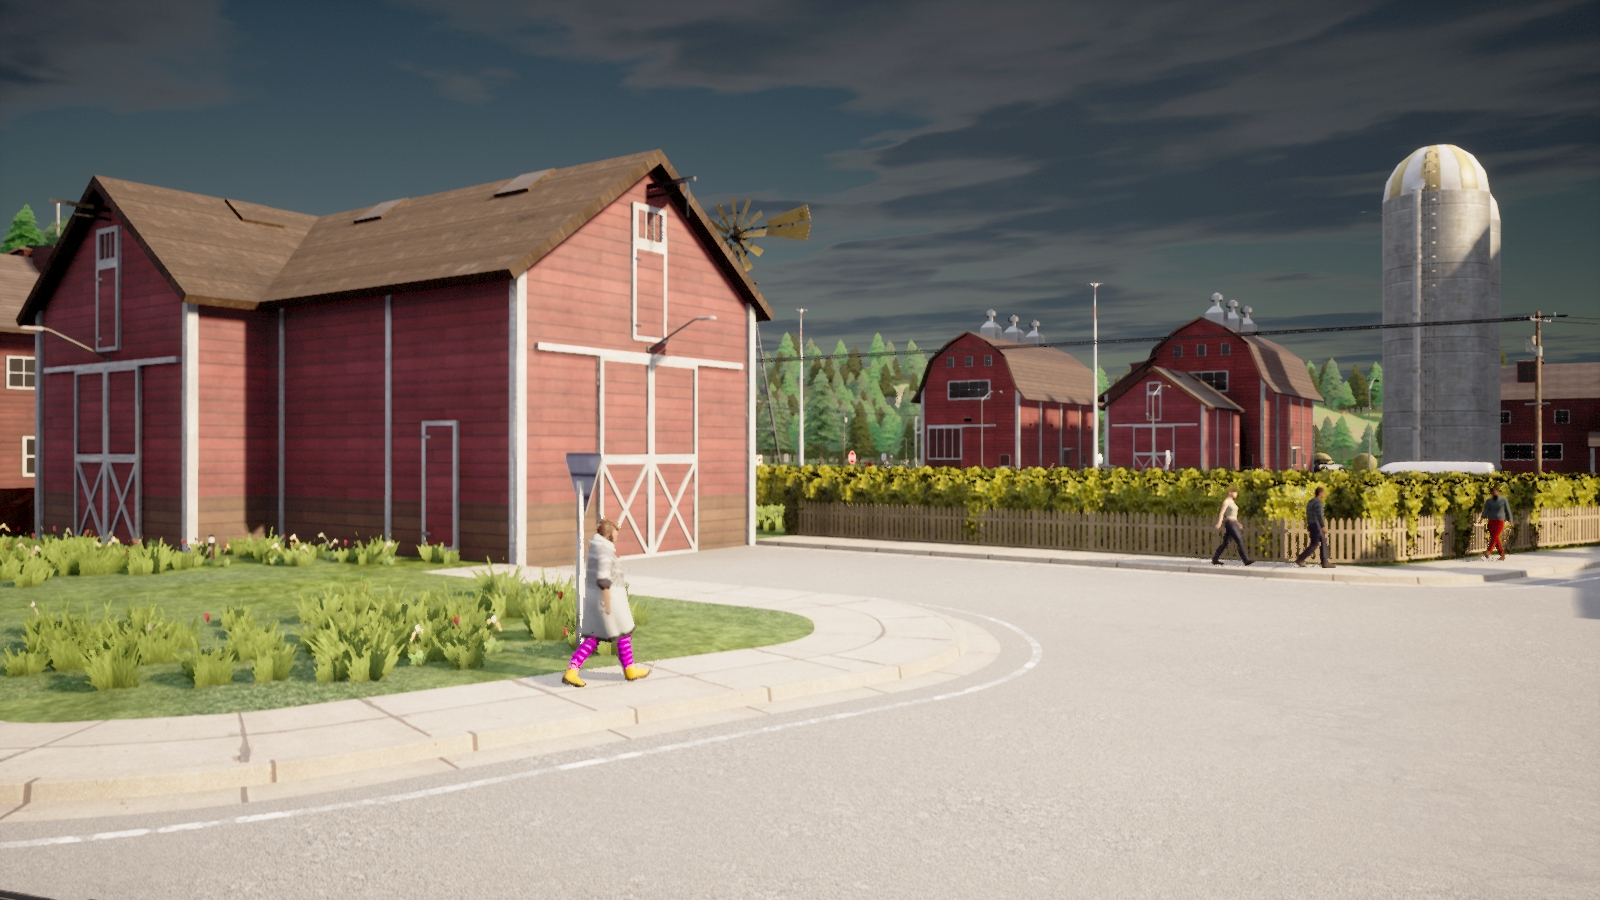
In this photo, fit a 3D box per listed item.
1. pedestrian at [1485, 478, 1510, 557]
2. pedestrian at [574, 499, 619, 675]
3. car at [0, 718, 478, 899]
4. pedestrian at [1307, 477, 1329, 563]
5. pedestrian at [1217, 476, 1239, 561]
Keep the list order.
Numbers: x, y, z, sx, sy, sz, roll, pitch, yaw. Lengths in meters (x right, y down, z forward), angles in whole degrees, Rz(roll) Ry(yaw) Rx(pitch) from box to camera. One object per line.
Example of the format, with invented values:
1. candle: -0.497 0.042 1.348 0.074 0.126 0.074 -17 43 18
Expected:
1. pedestrian: 16.714 1.598 27.372 0.375 1.860 0.375 0 0 -32
2. pedestrian: -2.233 1.482 12.521 0.375 1.860 0.375 0 0 -30
3. car: -3.212 1.859 3.020 4.514 1.525 2.007 0 1 -17
4. pedestrian: 11.343 1.519 25.018 0.375 1.860 0.375 0 0 14
5. pedestrian: 9.518 1.508 25.398 0.375 1.860 0.375 0 0 38
